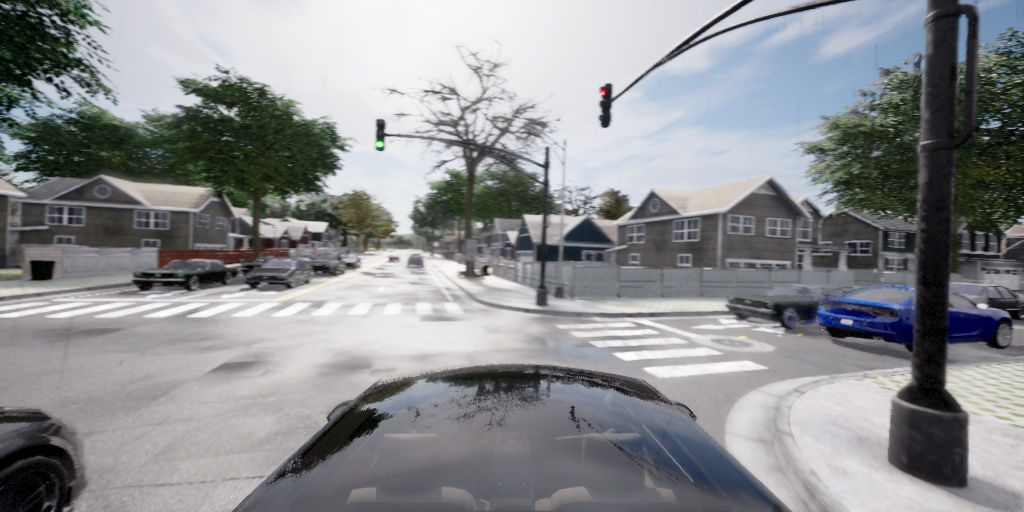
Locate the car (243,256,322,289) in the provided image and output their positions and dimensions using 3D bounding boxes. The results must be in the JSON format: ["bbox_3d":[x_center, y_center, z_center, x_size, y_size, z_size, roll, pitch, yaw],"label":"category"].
[{"bbox_3d":[-12.054,0.858,19.033,2.033,1.411,5.357,2,0,-15],"label":"car"}]

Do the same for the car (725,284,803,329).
[{"bbox_3d":[9.782,1.631,12.173,4.718,1.301,1.895,2,0,-14],"label":"car"}]

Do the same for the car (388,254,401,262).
[{"bbox_3d":[-19.223,0.245,58.656,1.895,1.301,4.718,2,1,-15],"label":"car"}]

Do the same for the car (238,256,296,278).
[{"bbox_3d":[-17.109,0.717,25.353,1.895,1.301,4.718,2,0,-15],"label":"car"}]

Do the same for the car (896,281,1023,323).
[{"bbox_3d":[19.132,1.842,14.967,5.357,1.411,2.033,2,0,-17],"label":"car"}]

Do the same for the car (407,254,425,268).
[{"bbox_3d":[-12.192,0.468,45.393,2.097,1.767,4.553,2,1,-15],"label":"car"}]

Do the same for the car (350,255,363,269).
[{"bbox_3d":[-17.127,0.563,38.087,2.033,1.411,5.357,2,1,-15],"label":"car"}]

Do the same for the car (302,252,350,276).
[{"bbox_3d":[-14.480,0.556,28.154,2.097,1.767,4.553,2,0,-15],"label":"car"}]

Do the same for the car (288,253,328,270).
[{"bbox_3d":[-19.625,0.501,34.802,2.033,1.411,5.357,2,1,-15],"label":"car"}]

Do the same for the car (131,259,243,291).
[{"bbox_3d":[-14.742,0.813,16.502,1.895,1.301,4.718,2,0,-15],"label":"car"}]

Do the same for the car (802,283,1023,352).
[{"bbox_3d":[10.670,1.541,9.537,5.008,1.535,1.882,1,0,-15],"label":"car"}]

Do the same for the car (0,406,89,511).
[{"bbox_3d":[-3.559,1.202,0.674,1.994,1.385,4.181,2,0,-15],"label":"car"}]
